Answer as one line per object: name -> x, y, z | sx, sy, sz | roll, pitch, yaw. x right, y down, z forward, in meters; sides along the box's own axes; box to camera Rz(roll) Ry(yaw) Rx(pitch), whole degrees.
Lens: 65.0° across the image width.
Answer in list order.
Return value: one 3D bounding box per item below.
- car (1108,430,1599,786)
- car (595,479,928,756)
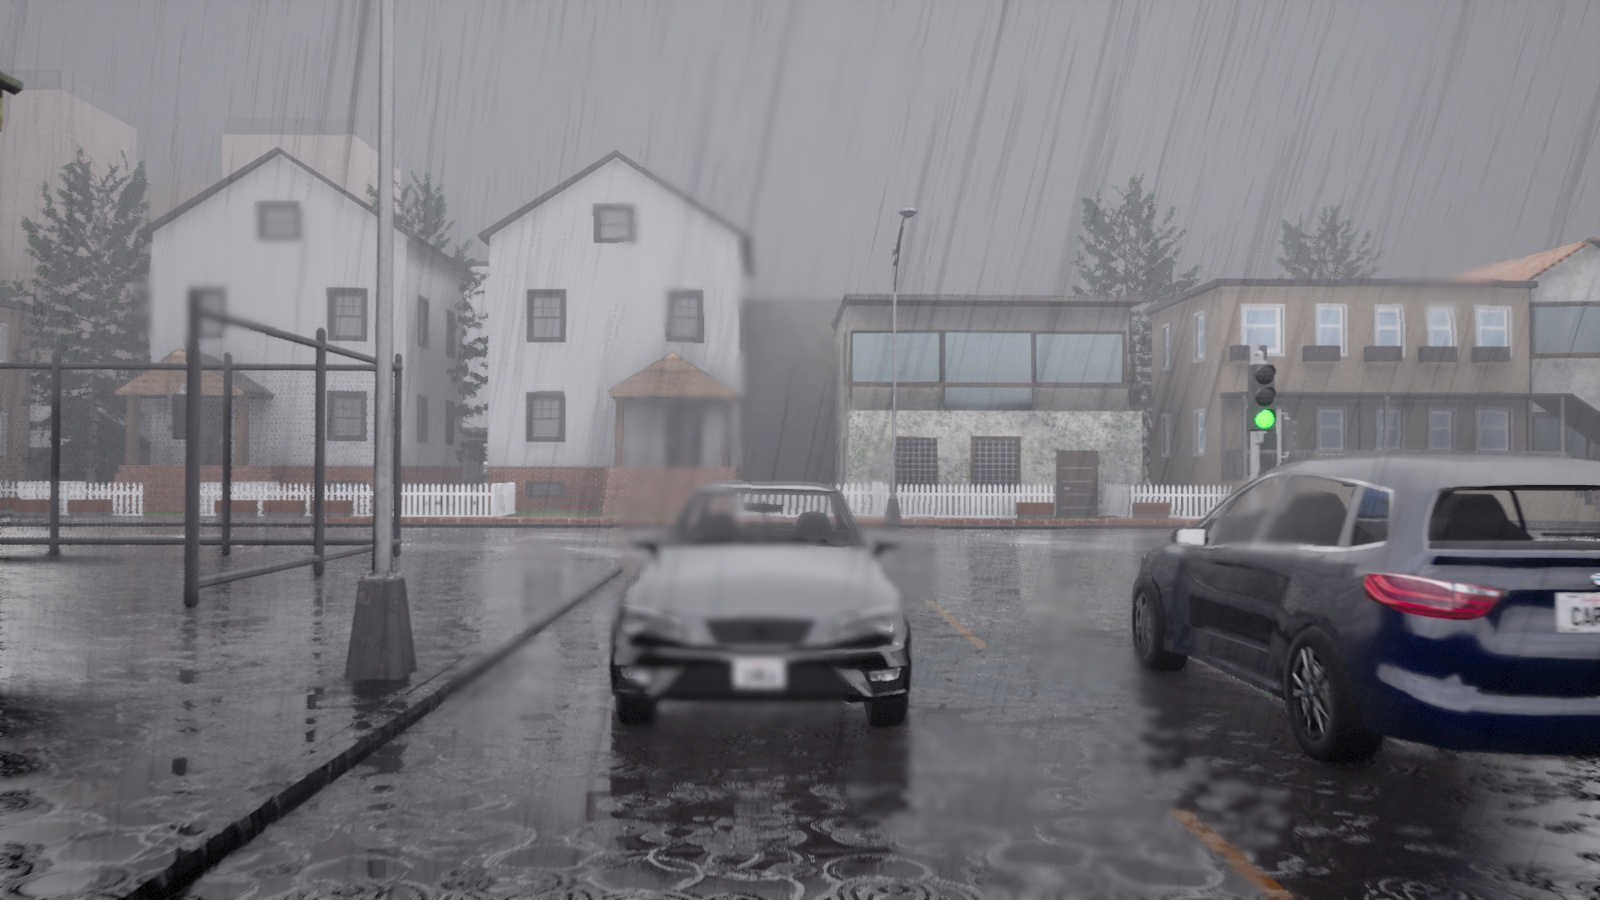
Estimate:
car -> 3.774, 0.767, 8.241 | 2.242, 1.667, 4.611 | 0, -1, -2
car -> -0.223, 0.961, 8.973 | 1.816, 1.474, 4.193 | 0, -1, 0
